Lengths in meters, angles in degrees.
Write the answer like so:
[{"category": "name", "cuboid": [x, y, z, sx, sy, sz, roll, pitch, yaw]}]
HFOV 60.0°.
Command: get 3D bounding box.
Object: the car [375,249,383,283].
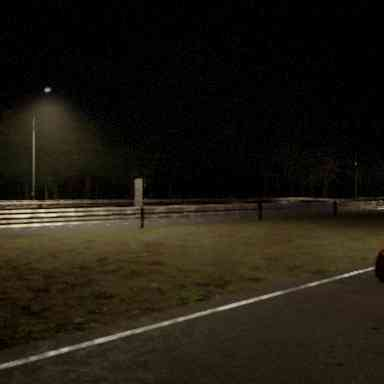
[{"category": "car", "cuboid": [6.450, 1.575, 8.357, 4.181, 1.385, 1.994, 0, 0, -36]}]
